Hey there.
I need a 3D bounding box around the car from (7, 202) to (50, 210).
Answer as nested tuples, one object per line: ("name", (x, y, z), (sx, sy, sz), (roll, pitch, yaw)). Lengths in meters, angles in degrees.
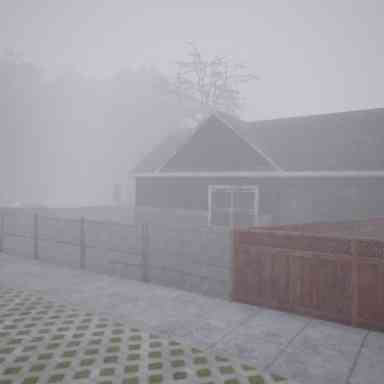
("car", (-14.006, 1.545, 27.454), (1.812, 1.442, 4.674), (2, 1, 35))
